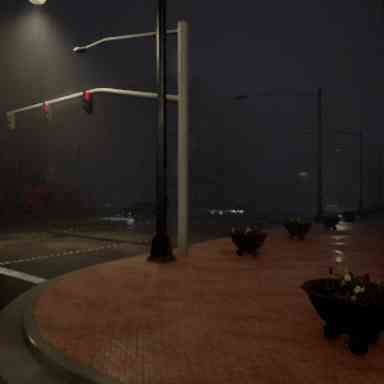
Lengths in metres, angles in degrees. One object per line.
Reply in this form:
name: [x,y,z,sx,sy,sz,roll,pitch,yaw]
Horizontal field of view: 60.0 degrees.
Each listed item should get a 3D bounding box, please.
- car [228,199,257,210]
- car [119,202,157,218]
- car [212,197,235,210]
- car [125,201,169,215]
car: [7.884,2.131,51.635,1.994,1.385,4.181,0,-1,35]
car: [-5.129,1.740,33.251,1.837,1.490,4.892,0,-1,35]
car: [5.358,1.901,54.112,2.150,2.045,5.566,0,-1,35]
car: [-5.179,1.854,39.271,2.033,1.411,5.357,0,-1,35]
